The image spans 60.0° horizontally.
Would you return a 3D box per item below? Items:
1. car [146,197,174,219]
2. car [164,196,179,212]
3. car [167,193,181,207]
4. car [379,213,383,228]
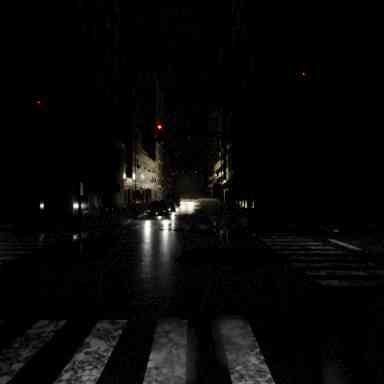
[{"bbox_3d":[-2.865,1.496,29.285,1.837,1.490,4.892,0,0,0],"label":"car"},{"bbox_3d":[-2.864,1.511,39.152,1.812,1.442,4.674,0,0,0],"label":"car"},{"bbox_3d":[-2.874,1.197,49.552,2.150,2.045,5.566,0,0,0],"label":"car"},{"bbox_3d":[12.338,1.282,16.892,5.009,1.841,2.192,0,0,0],"label":"car"}]
